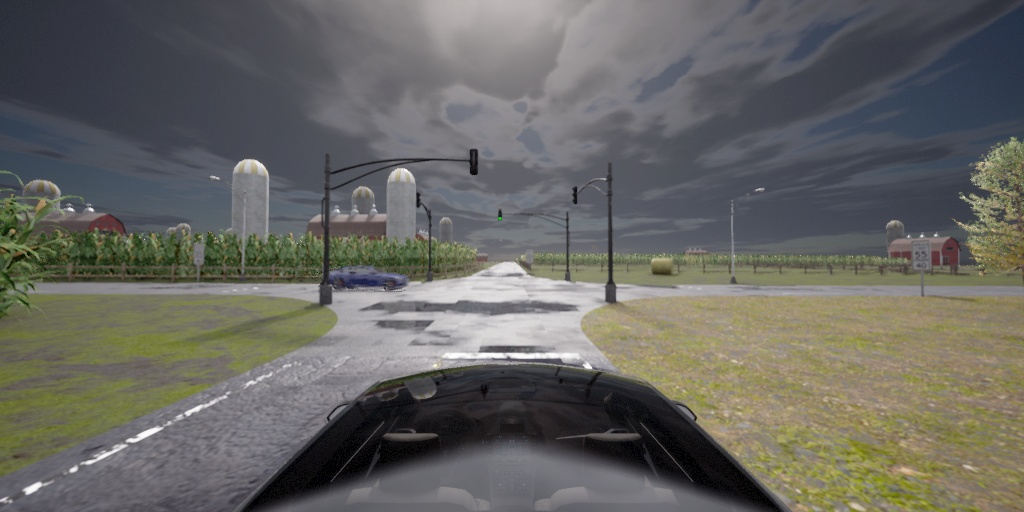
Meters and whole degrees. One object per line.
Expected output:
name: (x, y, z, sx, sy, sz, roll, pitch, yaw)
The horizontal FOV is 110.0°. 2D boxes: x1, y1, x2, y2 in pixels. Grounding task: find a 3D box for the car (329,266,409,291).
car: (-8.441, 1.283, 20.893, 4.674, 1.442, 1.812, 1, -1, -3)
